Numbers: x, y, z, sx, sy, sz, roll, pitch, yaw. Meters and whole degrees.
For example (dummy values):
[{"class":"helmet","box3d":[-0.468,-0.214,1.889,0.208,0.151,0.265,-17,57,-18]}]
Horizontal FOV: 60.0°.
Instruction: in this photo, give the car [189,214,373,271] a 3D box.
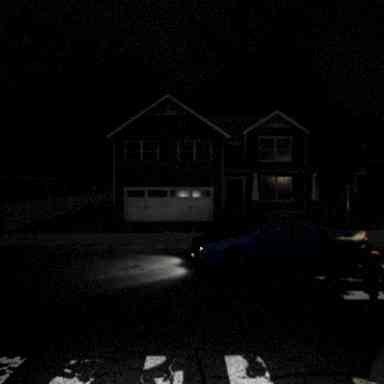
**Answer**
[{"class":"car","box3d":[2.645,1.424,10.218,5.357,1.411,2.033,-1,2,-8]}]
